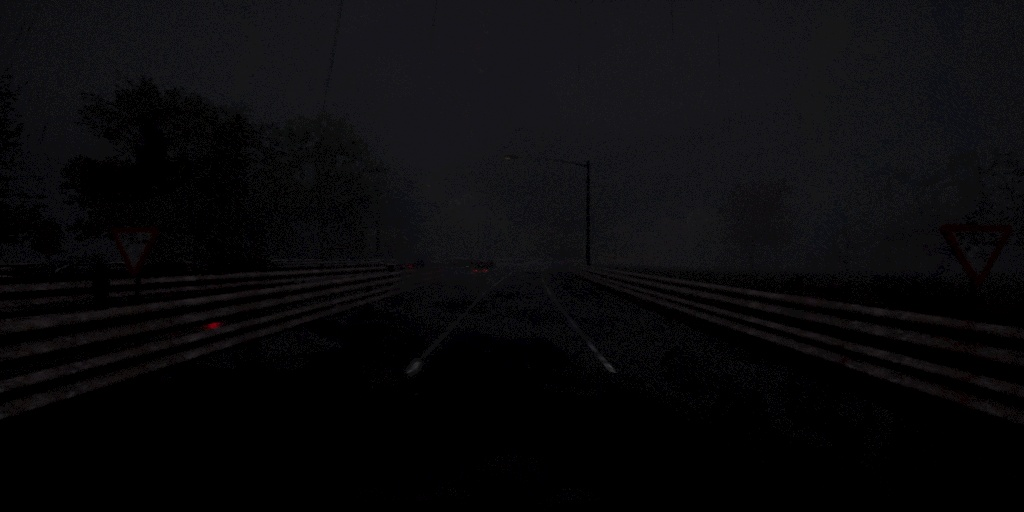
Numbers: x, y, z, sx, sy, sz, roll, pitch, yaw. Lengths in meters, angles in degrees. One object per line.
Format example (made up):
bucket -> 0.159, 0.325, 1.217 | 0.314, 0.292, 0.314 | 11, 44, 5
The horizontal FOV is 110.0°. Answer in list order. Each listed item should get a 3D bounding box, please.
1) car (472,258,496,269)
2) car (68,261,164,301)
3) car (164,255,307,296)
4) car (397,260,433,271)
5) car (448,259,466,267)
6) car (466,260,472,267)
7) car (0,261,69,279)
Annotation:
car -> -3.667, 1.107, 50.724 | 1.812, 1.442, 4.674 | 0, 0, 12
car -> -14.190, 0.977, 14.860 | 1.837, 1.490, 4.892 | 0, 0, 10
car -> -10.686, 0.834, 14.615 | 2.097, 1.767, 4.553 | 0, 0, 10
car -> -10.020, 1.080, 37.467 | 2.033, 1.411, 5.357 | 0, 0, 11
car -> -8.942, 1.150, 59.235 | 1.994, 1.385, 4.181 | 0, 0, 13
car -> -5.444, 1.072, 58.849 | 1.882, 1.535, 5.008 | 0, 0, 13
car -> -17.708, 0.952, 15.059 | 2.128, 1.511, 4.902 | 0, 0, 10
